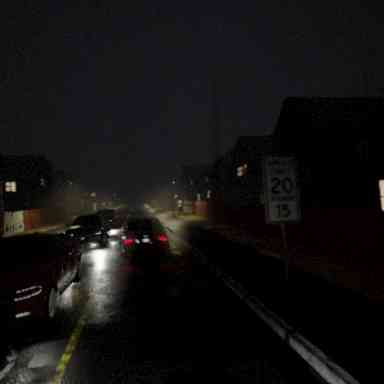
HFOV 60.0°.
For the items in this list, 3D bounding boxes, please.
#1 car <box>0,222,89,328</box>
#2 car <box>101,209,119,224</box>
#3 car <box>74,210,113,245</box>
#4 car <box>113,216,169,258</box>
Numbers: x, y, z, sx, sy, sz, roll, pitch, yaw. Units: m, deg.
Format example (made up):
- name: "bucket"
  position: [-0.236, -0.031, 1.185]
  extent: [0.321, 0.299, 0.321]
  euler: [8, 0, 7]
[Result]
- name: "car"
  position: [-3.843, 1.749, 7.772]
  extent: [1.882, 1.535, 5.008]
  euler: [-2, -1, -9]
- name: "car"
  position: [-7.194, 2.194, 27.913]
  extent: [1.837, 1.490, 4.892]
  euler: [-2, 0, -9]
- name: "car"
  position: [-5.546, 1.991, 18.013]
  extent: [1.837, 1.490, 4.892]
  euler: [-2, -1, -10]
- name: "car"
  position: [-2.055, 1.830, 14.355]
  extent: [2.033, 1.411, 5.357]
  euler: [-2, -1, -9]
